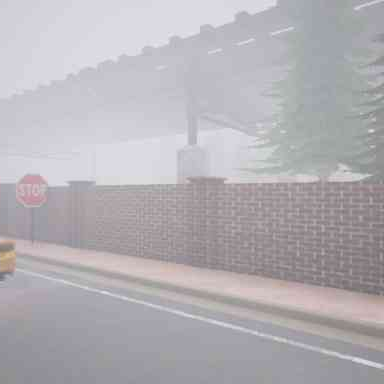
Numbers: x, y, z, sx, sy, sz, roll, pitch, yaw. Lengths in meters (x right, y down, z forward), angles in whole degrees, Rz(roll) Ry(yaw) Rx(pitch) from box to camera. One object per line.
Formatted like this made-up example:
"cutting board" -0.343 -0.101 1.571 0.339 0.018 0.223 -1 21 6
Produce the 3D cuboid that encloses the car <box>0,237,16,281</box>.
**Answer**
"car" -6.522 1.478 8.613 5.008 1.535 1.882 0 0 36
